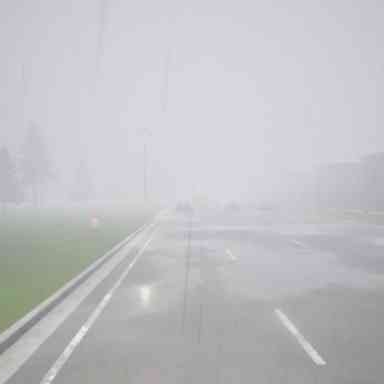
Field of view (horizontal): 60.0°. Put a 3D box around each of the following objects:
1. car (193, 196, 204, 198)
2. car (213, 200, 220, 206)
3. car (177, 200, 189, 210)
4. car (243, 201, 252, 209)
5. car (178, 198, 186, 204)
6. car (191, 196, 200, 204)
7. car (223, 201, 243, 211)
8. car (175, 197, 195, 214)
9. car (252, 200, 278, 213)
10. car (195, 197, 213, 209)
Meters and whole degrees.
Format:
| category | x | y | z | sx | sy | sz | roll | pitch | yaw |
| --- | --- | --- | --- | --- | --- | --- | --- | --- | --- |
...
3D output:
| category | x | y | z | sx | sy | sz | roll | pitch | yaw |
| --- | --- | --- | --- | --- | --- | --- | --- | --- | --- |
| car | 1.611 | 1.907 | 65.937 | 2.150 | 2.045 | 5.566 | -1 | -1 | -2 |
| car | 4.932 | 2.295 | 72.208 | 1.895 | 1.301 | 4.718 | -1 | -1 | -2 |
| car | -1.434 | 2.136 | 54.369 | 1.812 | 1.442 | 4.674 | -1 | -1 | 0 |
| car | 9.080 | 2.036 | 53.805 | 1.895 | 1.301 | 4.718 | -1 | -1 | -2 |
| car | -2.642 | 2.555 | 91.412 | 2.128 | 1.511 | 4.902 | -1 | -1 | -2 |
| car | 0.865 | 2.194 | 91.037 | 2.150 | 2.045 | 5.566 | -1 | -1 | -2 |
| car | 5.663 | 1.951 | 47.842 | 1.812 | 1.442 | 4.674 | -1 | 0 | -1 |
| car | -1.124 | 1.842 | 43.594 | 2.097 | 1.767 | 4.553 | -1 | -1 | -2 |
| car | 9.434 | 1.790 | 41.845 | 2.128 | 1.511 | 4.902 | -1 | -1 | -2 |
| car | 1.924 | 2.047 | 55.566 | 1.882 | 1.535 | 5.008 | -1 | -1 | -2 |
